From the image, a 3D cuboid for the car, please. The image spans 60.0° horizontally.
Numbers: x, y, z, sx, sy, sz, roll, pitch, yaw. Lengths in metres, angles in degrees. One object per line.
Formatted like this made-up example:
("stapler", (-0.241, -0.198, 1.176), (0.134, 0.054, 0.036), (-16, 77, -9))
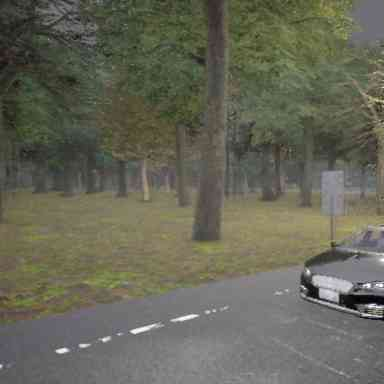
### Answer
("car", (4.323, 1.494, 7.081), (4.902, 1.511, 2.128), (0, 0, -36))
